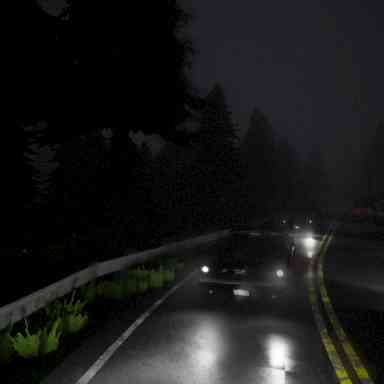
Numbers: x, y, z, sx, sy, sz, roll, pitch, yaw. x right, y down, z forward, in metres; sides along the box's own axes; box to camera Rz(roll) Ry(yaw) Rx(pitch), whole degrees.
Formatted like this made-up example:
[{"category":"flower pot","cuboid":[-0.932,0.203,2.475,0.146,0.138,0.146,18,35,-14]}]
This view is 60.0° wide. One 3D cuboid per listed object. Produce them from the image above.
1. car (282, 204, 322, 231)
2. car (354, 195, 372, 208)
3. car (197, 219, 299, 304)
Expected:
[{"category":"car","cuboid":[6.732,1.461,20.063,2.033,1.411,5.357,-2,0,26]},{"category":"car","cuboid":[20.741,1.059,40.205,2.128,1.511,4.902,-2,0,28]},{"category":"car","cuboid":[1.619,1.599,8.436,1.895,1.301,4.718,-1,0,18]}]
